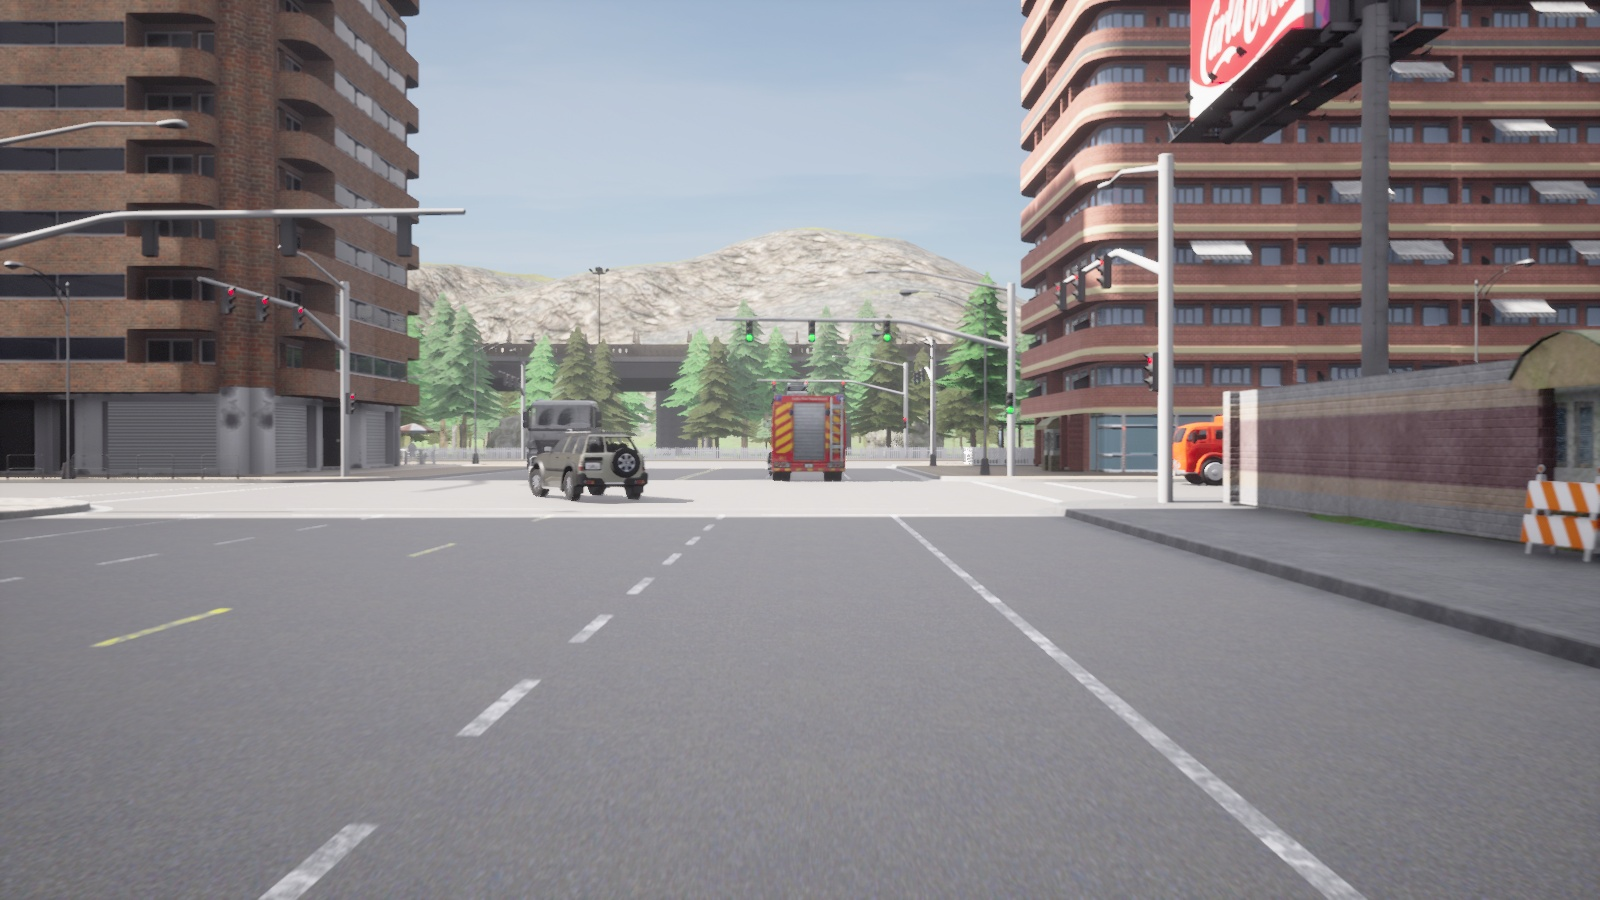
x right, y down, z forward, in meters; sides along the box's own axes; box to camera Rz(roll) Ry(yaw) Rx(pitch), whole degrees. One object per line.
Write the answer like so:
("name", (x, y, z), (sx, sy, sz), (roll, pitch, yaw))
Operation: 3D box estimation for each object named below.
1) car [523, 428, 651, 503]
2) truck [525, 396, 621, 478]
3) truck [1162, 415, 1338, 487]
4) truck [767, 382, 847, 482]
("car", (-5.768, 0.370, 33.519), (1.932, 1.855, 4.605), (0, 0, -29))
("truck", (-10.171, -0.565, 57.054), (2.891, 3.462, 7.936), (0, 0, 0))
("truck", (15.694, 0.024, 44.053), (5.204, 2.467, 2.627), (0, 0, 0))
("truck", (0.149, -0.715, 52.691), (2.891, 3.827, 8.468), (0, 0, -3))
